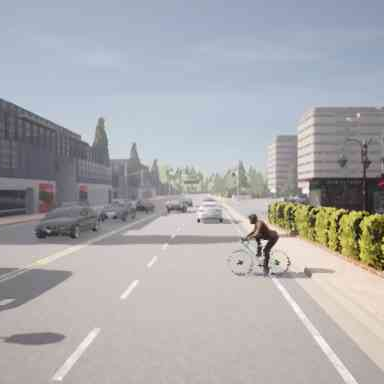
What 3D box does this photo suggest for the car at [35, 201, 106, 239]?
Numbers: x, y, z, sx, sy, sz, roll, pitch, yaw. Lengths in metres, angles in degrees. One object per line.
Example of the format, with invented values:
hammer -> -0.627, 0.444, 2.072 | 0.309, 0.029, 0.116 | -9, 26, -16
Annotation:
car -> -6.273, 1.486, 17.300 | 1.837, 1.490, 4.892 | 0, 1, 3

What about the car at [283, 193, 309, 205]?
car -> 17.035, 1.113, 52.968 | 3.866, 1.878, 1.905 | 0, 0, 2

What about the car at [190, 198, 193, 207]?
car -> -0.882, 1.557, 49.986 | 1.895, 1.301, 4.718 | 0, 0, 3

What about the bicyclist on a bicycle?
bicyclist on a bicycle -> 1.764, 1.411, 8.792 | 1.656, 1.620, 0.582 | 0, 0, 2

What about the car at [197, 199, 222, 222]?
car -> 1.397, 1.503, 26.012 | 1.812, 1.442, 4.674 | 0, 0, 3

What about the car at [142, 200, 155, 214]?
car -> -5.230, 1.569, 35.586 | 1.895, 1.301, 4.718 | 0, 0, 3

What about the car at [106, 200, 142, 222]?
car -> -5.700, 1.468, 26.248 | 2.128, 1.511, 4.902 | 0, 0, 3

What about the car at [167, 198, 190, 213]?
car -> -1.568, 1.569, 36.802 | 1.895, 1.301, 4.718 | 0, 0, 3

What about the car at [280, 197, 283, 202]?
car -> 17.168, 1.107, 55.860 | 4.605, 1.855, 1.932 | 0, 0, 2
